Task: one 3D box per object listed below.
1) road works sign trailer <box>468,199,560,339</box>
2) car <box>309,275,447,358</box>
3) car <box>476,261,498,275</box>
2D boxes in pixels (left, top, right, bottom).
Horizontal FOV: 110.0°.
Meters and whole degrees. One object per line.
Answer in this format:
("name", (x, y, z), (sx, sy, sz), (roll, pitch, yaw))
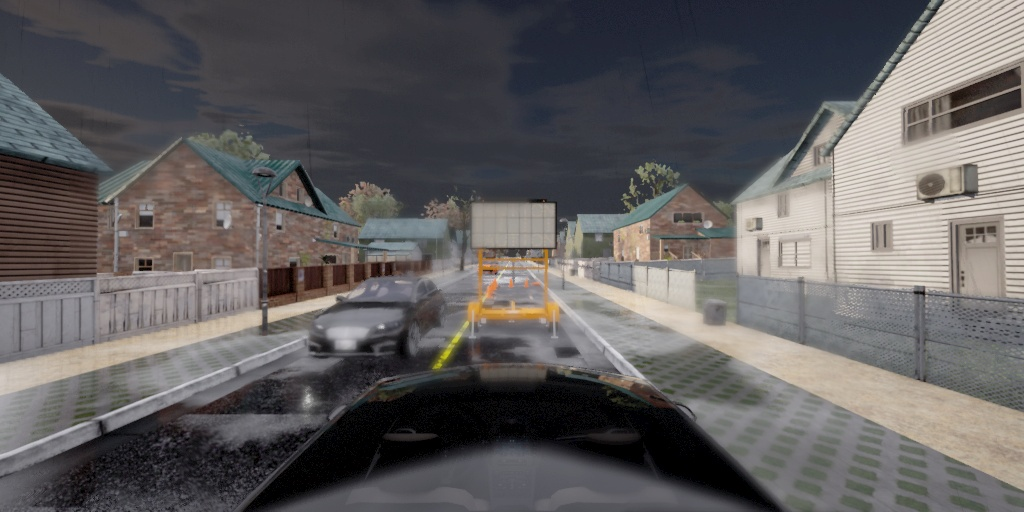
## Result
("road works sign trailer", (0.042, 0.216, 10.112), (2.380, 3.560, 2.880), (0, 0, 0))
("car", (-2.815, 1.243, 8.542), (2.128, 1.511, 4.902), (0, 0, 0))
("car", (-2.571, 1.103, 37.978), (2.097, 1.767, 4.553), (0, 0, 0))
